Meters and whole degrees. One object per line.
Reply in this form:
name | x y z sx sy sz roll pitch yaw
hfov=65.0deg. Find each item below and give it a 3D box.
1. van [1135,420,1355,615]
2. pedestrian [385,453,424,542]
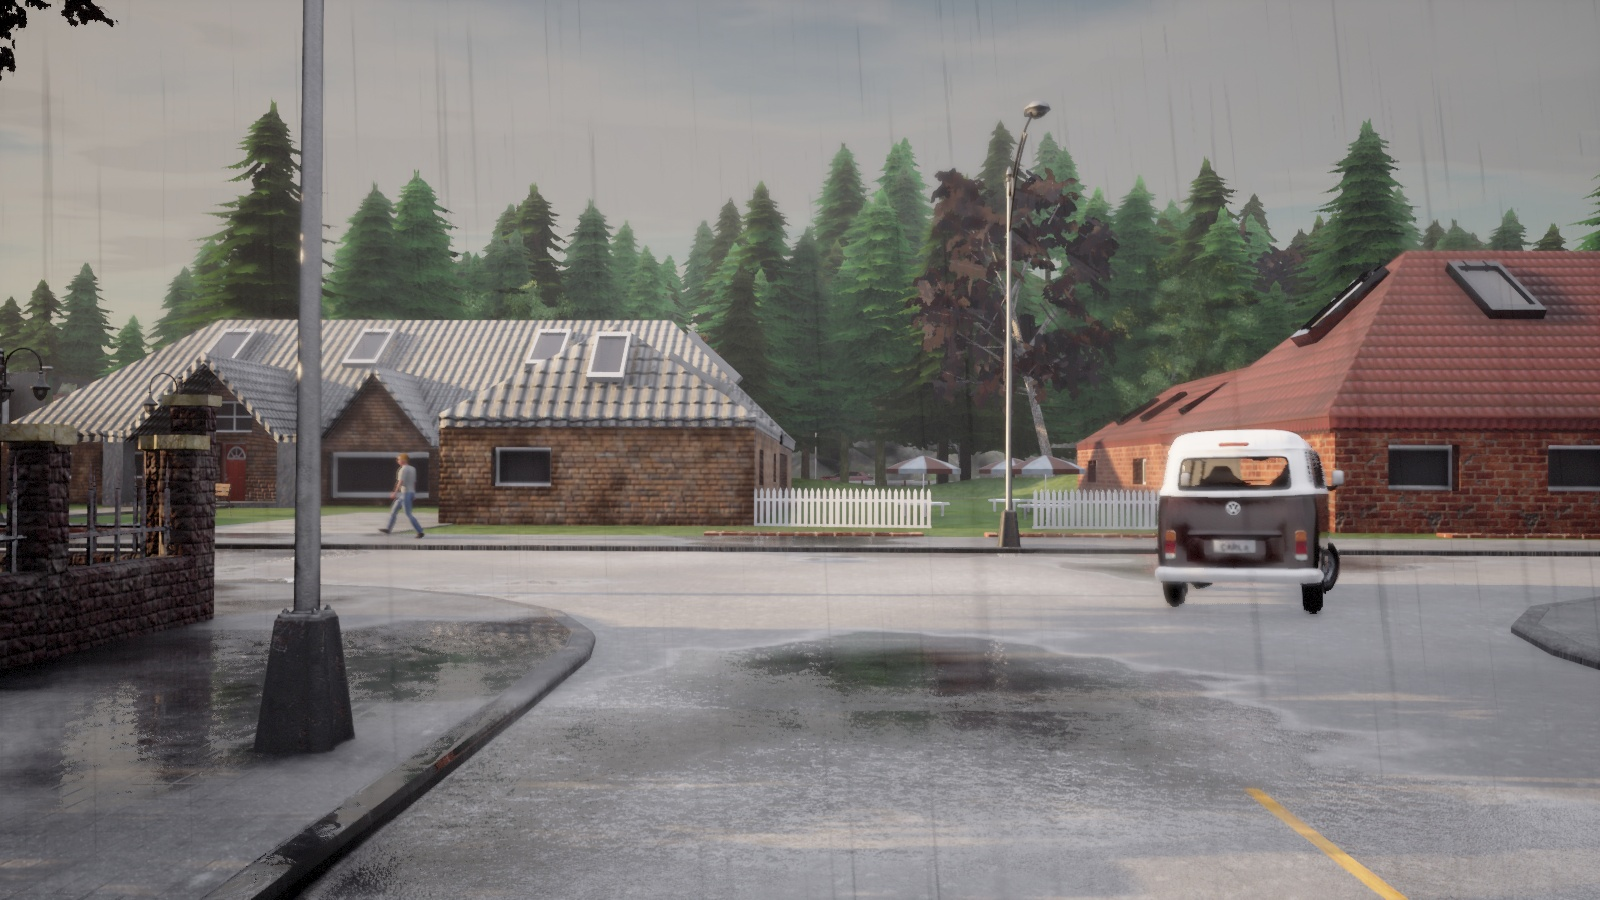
van | 5.659 0.776 15.595 2.069 2.038 4.480 -2 -2 25
pedestrian | -8.306 0.995 26.388 0.706 1.836 0.354 0 -1 1
